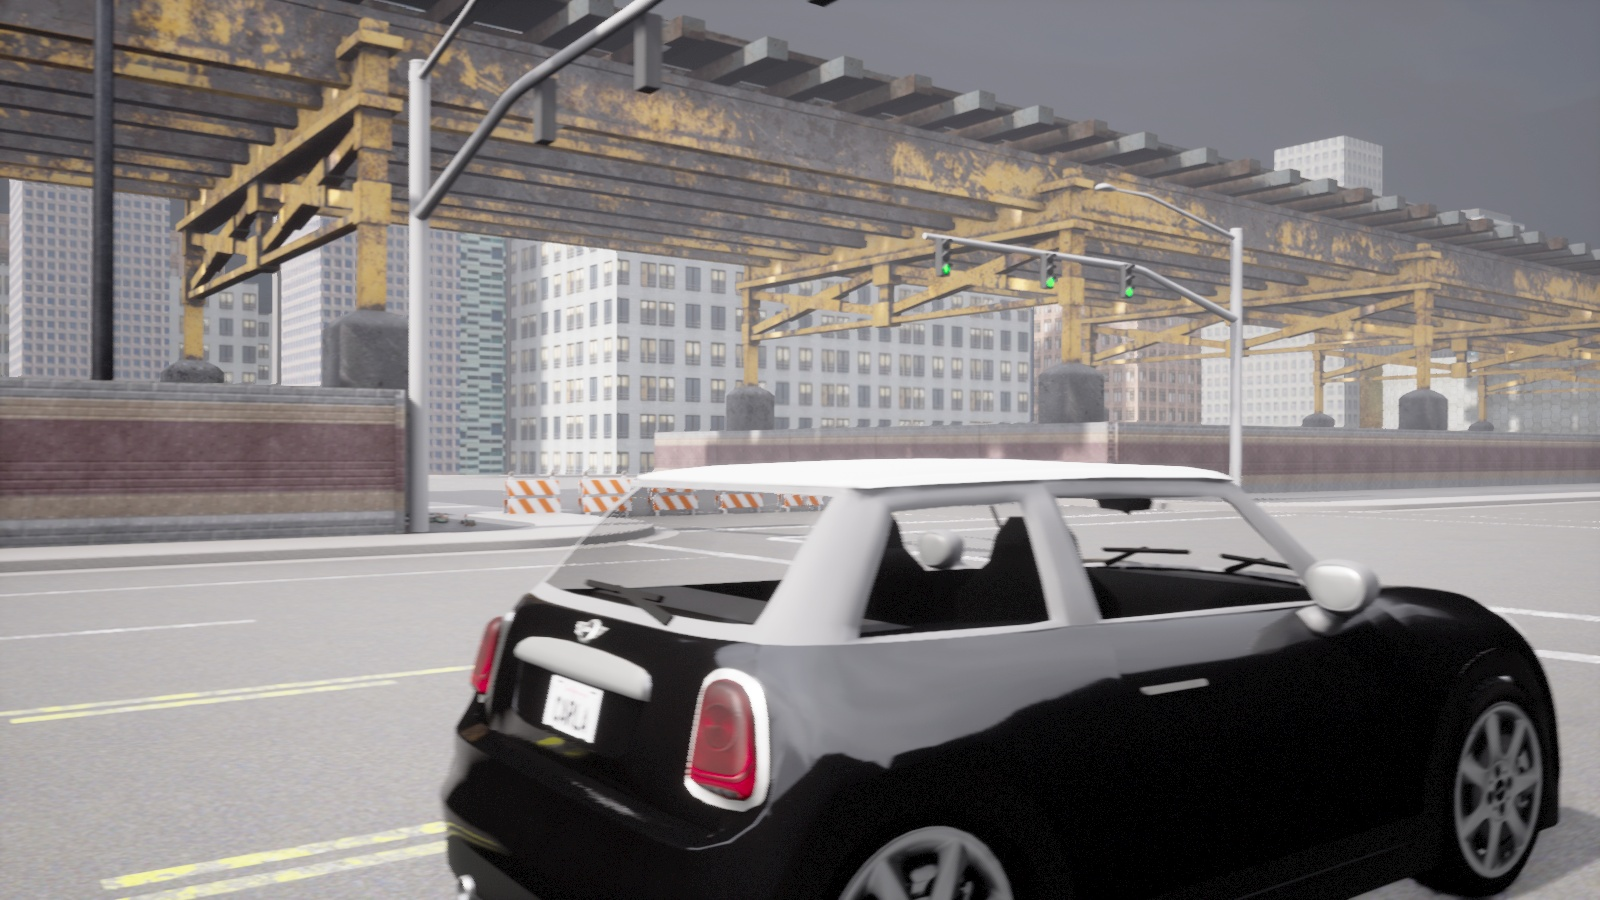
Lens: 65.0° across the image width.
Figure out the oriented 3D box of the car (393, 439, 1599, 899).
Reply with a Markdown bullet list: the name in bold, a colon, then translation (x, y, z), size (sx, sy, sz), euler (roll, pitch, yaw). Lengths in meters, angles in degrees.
- **car**: translation (0.837, 0.719, 4.263), size (3.806, 1.475, 1.970), euler (0, 0, -35)
